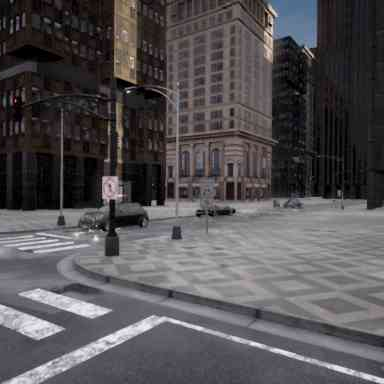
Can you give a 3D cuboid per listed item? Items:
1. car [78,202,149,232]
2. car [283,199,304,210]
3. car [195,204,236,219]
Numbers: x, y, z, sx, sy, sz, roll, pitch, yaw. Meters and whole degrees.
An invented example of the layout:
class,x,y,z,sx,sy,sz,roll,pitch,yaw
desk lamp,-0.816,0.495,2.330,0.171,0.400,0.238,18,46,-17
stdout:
class,x,y,z,sx,sy,sz,roll,pitch,yaw
car,-4.831,1.427,20.906,2.097,1.767,4.553,1,0,35
car,14.873,1.775,48.682,1.837,1.490,4.892,1,0,36
car,2.230,1.751,30.914,1.895,1.301,4.718,1,0,35
